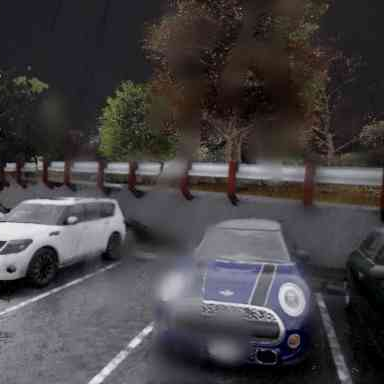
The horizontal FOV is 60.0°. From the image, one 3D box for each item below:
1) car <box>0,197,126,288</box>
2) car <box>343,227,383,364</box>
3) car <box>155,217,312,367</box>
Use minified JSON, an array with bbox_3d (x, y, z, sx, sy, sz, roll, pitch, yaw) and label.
[{"bbox_3d":[-3.934,1.191,9.634,2.435,2.045,5.566,1,0,16],"label":"car"},{"bbox_3d":[3.456,1.363,4.417,2.185,1.767,4.553,1,0,16],"label":"car"},{"bbox_3d":[0.990,1.348,6.173,2.185,1.767,4.553,1,0,16],"label":"car"}]
